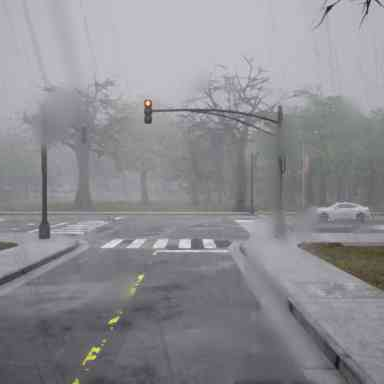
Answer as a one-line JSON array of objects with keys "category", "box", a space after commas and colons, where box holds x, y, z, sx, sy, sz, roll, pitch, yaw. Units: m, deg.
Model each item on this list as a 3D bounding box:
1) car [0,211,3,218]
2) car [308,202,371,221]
[{"category": "car", "box": [-15.808, 1.585, 22.934, 4.718, 1.301, 1.895, 0, 0, 0]}, {"category": "car", "box": [11.641, 1.541, 26.343, 4.674, 1.442, 1.812, 0, 0, 0]}]
